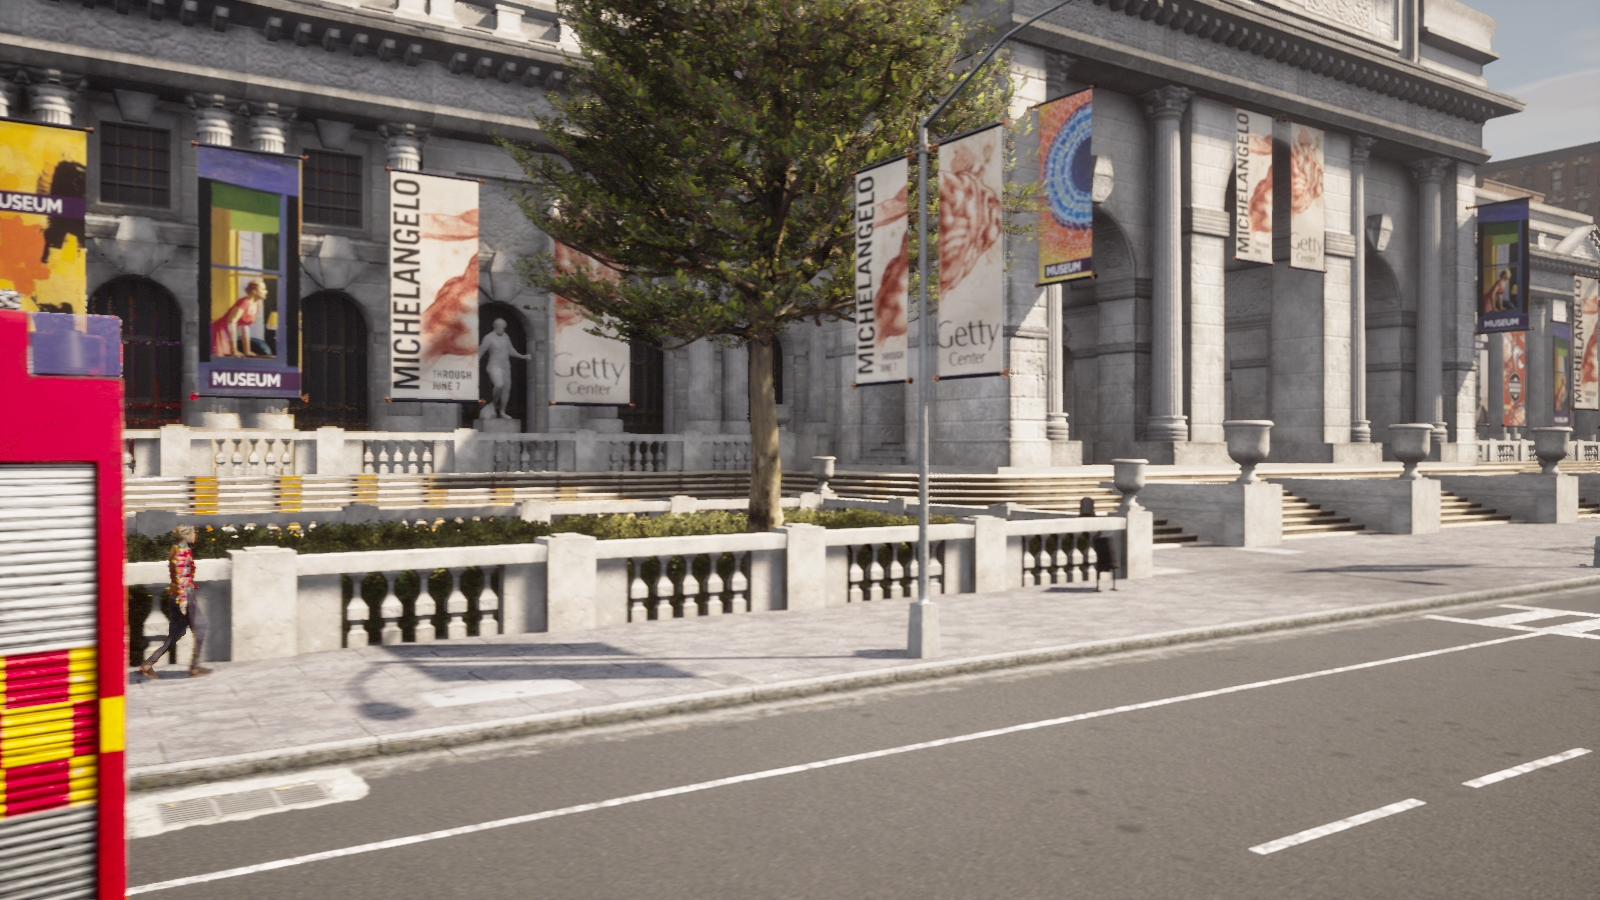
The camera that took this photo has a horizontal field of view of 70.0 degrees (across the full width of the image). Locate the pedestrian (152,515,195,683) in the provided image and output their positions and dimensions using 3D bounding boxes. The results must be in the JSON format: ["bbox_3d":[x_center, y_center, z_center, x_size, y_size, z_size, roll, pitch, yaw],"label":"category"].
[{"bbox_3d":[-7.212,1.695,13.152,0.375,1.860,0.375,0,0,-40],"label":"pedestrian"}]

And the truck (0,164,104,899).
[{"bbox_3d":[-6.665,0.891,2.384,8.468,3.827,2.891,0,0,-44],"label":"truck"}]
